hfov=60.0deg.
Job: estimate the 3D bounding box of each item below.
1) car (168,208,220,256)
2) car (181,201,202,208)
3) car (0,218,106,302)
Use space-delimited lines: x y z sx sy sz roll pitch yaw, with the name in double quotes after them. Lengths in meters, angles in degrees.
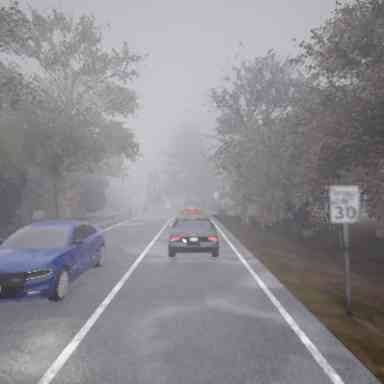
0.049 1.599 13.300 2.033 1.411 5.357 0 0 0 "car"
-0.028 1.684 33.615 2.097 1.767 4.553 0 -2 0 "car"
-3.630 1.514 8.597 1.882 1.535 5.008 0 0 0 "car"
